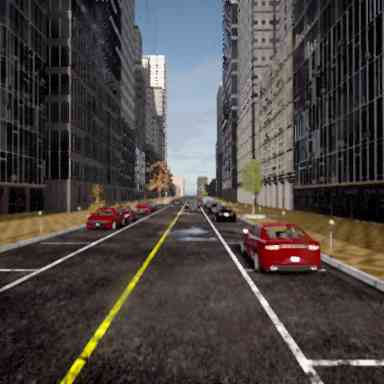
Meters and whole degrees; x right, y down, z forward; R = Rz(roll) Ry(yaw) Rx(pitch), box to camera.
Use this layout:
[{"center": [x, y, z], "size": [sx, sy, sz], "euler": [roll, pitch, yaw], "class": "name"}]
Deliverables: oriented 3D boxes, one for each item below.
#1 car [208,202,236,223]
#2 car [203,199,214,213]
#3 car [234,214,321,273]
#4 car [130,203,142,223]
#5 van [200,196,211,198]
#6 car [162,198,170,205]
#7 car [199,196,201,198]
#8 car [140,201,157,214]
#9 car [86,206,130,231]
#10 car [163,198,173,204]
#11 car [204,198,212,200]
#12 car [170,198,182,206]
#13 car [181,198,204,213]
[{"center": [2.693, 1.791, 27.987], "size": [1.947, 1.339, 4.313], "euler": [0, 0, 0], "class": "car"}, {"center": [2.693, 1.877, 39.371], "size": [1.947, 1.339, 4.313], "euler": [0, 0, 0], "class": "car"}, {"center": [2.692, 1.636, 10.911], "size": [1.887, 1.381, 4.507], "euler": [0, 0, 0], "class": "car"}, {"center": [-5.688, 1.807, 27.994], "size": [1.802, 1.307, 4.206], "euler": [0, 0, 0], "class": "car"}, {"center": [2.694, 1.775, 56.450], "size": [1.690, 1.788, 3.998], "euler": [0, 0, 0], "class": "van"}, {"center": [-5.686, 2.074, 73.364], "size": [1.752, 1.417, 4.829], "euler": [0, 0, 0], "class": "car"}, {"center": [2.694, 1.914, 62.140], "size": [1.967, 1.590, 4.097], "euler": [0, 0, 0], "class": "car"}, {"center": [-5.687, 1.855, 39.379], "size": [1.887, 1.381, 4.507], "euler": [0, 0, 0], "class": "car"}, {"center": [-5.688, 1.726, 22.301], "size": [1.887, 1.381, 4.507], "euler": [0, 0, 0], "class": "car"}, {"center": [-5.686, 2.138, 79.227], "size": [2.008, 1.369, 4.403], "euler": [0, 0, 0], "class": "car"}, {"center": [2.694, 1.960, 50.754], "size": [1.947, 1.339, 4.313], "euler": [0, 0, 0], "class": "car"}, {"center": [-2.999, 1.991, 68.951], "size": [1.882, 1.535, 5.008], "euler": [0, 0, 0], "class": "car"}, {"center": [0.099, 1.819, 41.683], "size": [2.128, 1.511, 4.902], "euler": [0, 0, 0], "class": "car"}]
